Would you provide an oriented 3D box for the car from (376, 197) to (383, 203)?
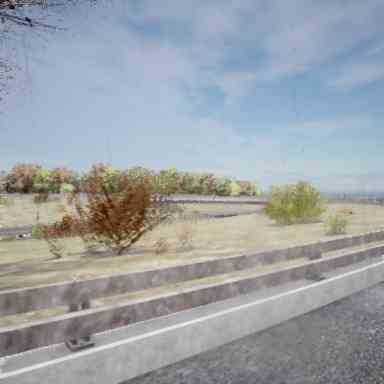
[{"bbox_3d":[44.409,1.821,77.730,2.128,1.511,4.902,0,0,2],"label":"car"}]
